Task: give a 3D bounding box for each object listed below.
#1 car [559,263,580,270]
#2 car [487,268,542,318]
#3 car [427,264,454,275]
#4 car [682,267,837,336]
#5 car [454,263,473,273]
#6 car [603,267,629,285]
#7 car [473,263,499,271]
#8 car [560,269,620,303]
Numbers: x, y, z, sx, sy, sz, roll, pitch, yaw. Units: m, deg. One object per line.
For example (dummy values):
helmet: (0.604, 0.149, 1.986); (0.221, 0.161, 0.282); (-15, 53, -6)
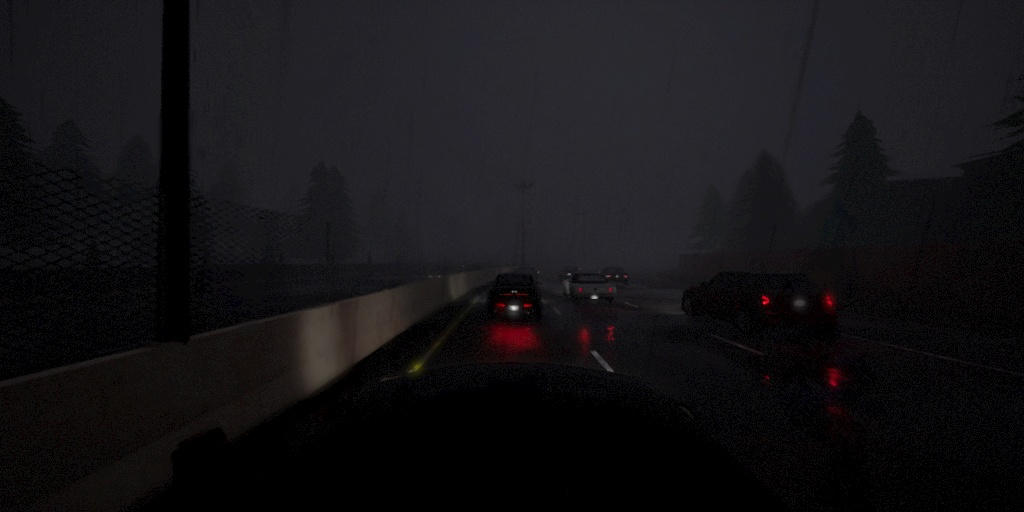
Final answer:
car: (5.642, 1.659, 34.434); (1.994, 1.385, 4.181); (0, -1, 12)
car: (0.099, 1.383, 13.682); (1.837, 1.490, 4.892); (0, 0, 1)
car: (-9.207, 1.785, 47.842); (2.033, 1.411, 5.357); (0, -1, 17)
car: (7.070, 1.198, 10.914); (2.097, 1.767, 4.553); (0, -1, 1)
car: (-5.423, 1.731, 48.027); (2.128, 1.511, 4.902); (0, -1, 18)
car: (8.193, 1.587, 29.116); (2.033, 1.411, 5.357); (0, -1, 9)
car: (-2.827, 1.728, 44.559); (1.812, 1.442, 4.674); (0, -1, 17)
car: (3.685, 1.520, 17.807); (1.895, 1.301, 4.718); (0, -1, 2)
